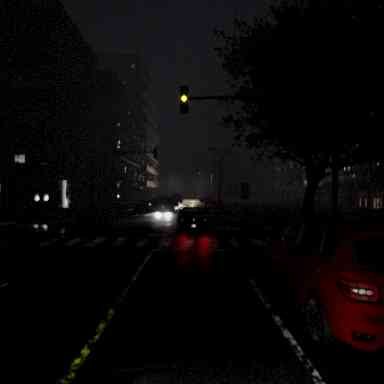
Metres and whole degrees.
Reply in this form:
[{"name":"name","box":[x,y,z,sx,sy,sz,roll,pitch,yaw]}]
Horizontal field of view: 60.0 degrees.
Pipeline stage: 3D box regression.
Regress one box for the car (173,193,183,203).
[{"name":"car","box":[-3.016,1.210,66.630,2.150,2.045,5.566,0,0,0]}]

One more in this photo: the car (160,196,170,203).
[{"name":"car","box":[-5.694,1.572,71.709,1.802,1.307,4.206,0,0,0]}]

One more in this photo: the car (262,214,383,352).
[{"name":"car","box":[2.693,1.310,6.125,2.192,1.841,5.009,0,0,0]}]

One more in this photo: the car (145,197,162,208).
[{"name":"car","box":[-5.692,1.532,49.579,2.008,1.369,4.403,0,0,0]}]

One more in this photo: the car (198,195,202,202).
[{"name":"car","box":[2.687,1.569,66.176,1.802,1.307,4.206,0,0,0]}]

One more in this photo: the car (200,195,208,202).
[{"name":"car","box":[2.686,1.518,77.412,1.752,1.417,4.829,0,0,0]}]

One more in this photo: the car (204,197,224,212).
[{"name":"car","box":[2.689,1.524,38.513,1.887,1.381,4.507,0,0,0]}]

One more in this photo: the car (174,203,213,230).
[{"name":"car","box":[0.099,1.585,20.813,1.895,1.301,4.718,0,0,0]}]

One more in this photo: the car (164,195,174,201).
[{"name":"car","box":[-5.695,1.437,82.775,1.967,1.590,4.097,0,0,0]}]

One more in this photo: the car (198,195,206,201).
[{"name":"car","box":[2.685,1.547,88.308,1.887,1.381,4.507,0,0,0]}]

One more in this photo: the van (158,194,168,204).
[{"name":"van","box":[-5.693,1.328,66.177,1.690,1.788,3.998,0,0,0]}]

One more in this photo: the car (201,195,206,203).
[{"name":"car","box":[2.688,1.506,49.749,1.752,1.417,4.829,0,0,0]}]

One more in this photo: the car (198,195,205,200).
[{"name":"car","box":[2.685,1.558,93.840,2.008,1.369,4.403,0,0,0]}]

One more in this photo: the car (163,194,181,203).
[{"name":"car","box":[-3.086,1.459,50.654,1.882,1.535,5.008,0,0,0]}]

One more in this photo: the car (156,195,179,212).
[{"name":"car","box":[-3.096,1.471,39.410,2.128,1.511,4.902,0,0,2]}]

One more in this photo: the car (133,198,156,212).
[{"name":"car","box":[-5.691,1.530,38.513,2.008,1.369,4.403,0,0,0]}]
